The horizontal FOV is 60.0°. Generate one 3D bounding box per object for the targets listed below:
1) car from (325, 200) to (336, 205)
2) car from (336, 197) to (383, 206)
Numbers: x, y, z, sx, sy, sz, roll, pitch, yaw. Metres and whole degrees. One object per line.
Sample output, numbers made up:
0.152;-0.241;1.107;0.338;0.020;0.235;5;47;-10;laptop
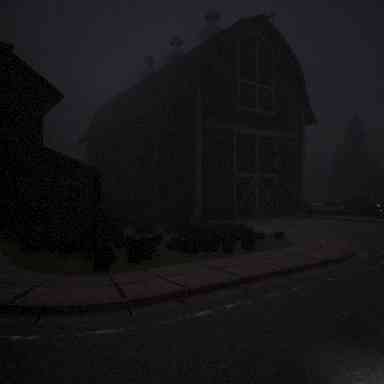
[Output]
18.534;1.536;41.172;1.812;1.442;4.674;0;0;-34;car
18.226;1.363;35.080;2.097;1.767;4.553;0;0;-34;car
